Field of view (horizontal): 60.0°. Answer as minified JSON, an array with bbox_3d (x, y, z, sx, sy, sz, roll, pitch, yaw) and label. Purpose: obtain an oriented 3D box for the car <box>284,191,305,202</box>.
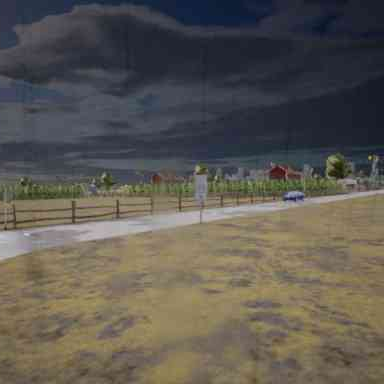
[{"bbox_3d":[15.131,0.620,49.149,1.882,1.535,5.008,0,1,36],"label":"car"}]
